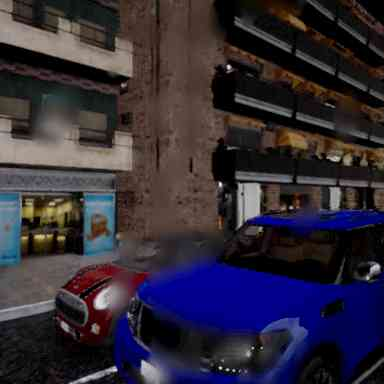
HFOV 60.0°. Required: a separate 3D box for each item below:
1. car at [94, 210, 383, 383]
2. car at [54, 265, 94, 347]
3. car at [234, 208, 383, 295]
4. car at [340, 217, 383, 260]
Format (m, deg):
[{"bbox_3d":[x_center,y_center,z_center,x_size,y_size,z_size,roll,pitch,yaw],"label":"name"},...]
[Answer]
[{"bbox_3d":[1.716,1.319,4.810,5.566,2.045,2.150,1,-2,-41],"label":"car"},{"bbox_3d":[-0.464,1.579,6.484,4.097,1.590,1.967,1,-1,-41],"label":"car"},{"bbox_3d":[3.793,1.508,10.179,5.009,1.841,2.192,1,-1,-41],"label":"car"},{"bbox_3d":[8.050,1.829,13.869,4.206,1.307,1.802,1,-1,-41],"label":"car"}]
